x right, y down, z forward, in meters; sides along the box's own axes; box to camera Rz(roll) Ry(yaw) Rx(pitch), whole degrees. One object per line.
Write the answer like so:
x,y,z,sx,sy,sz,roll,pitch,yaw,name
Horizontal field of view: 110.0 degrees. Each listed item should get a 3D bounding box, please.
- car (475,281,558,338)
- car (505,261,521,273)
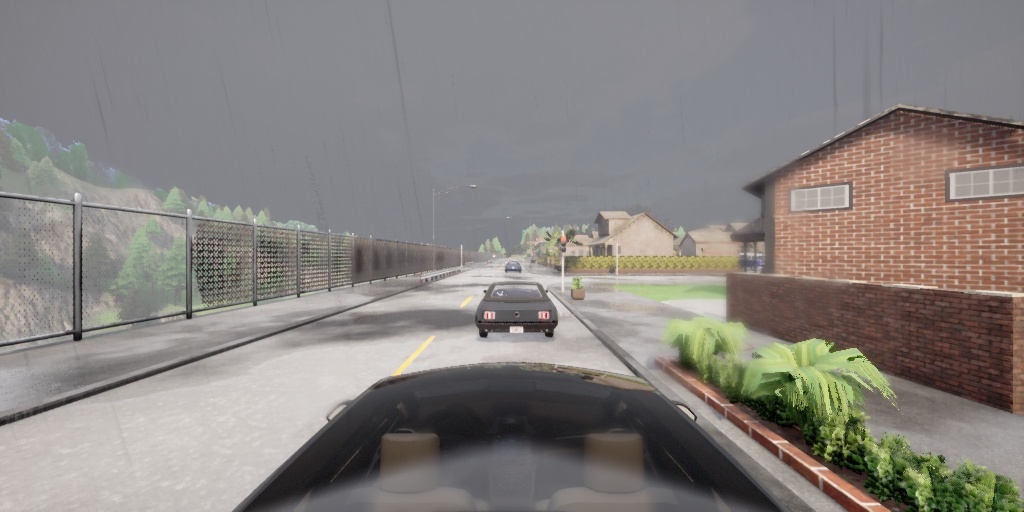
0.109,1.351,10.206,1.895,1.301,4.718,0,0,0,car
0.150,1.314,44.232,1.994,1.385,4.181,0,0,0,car
